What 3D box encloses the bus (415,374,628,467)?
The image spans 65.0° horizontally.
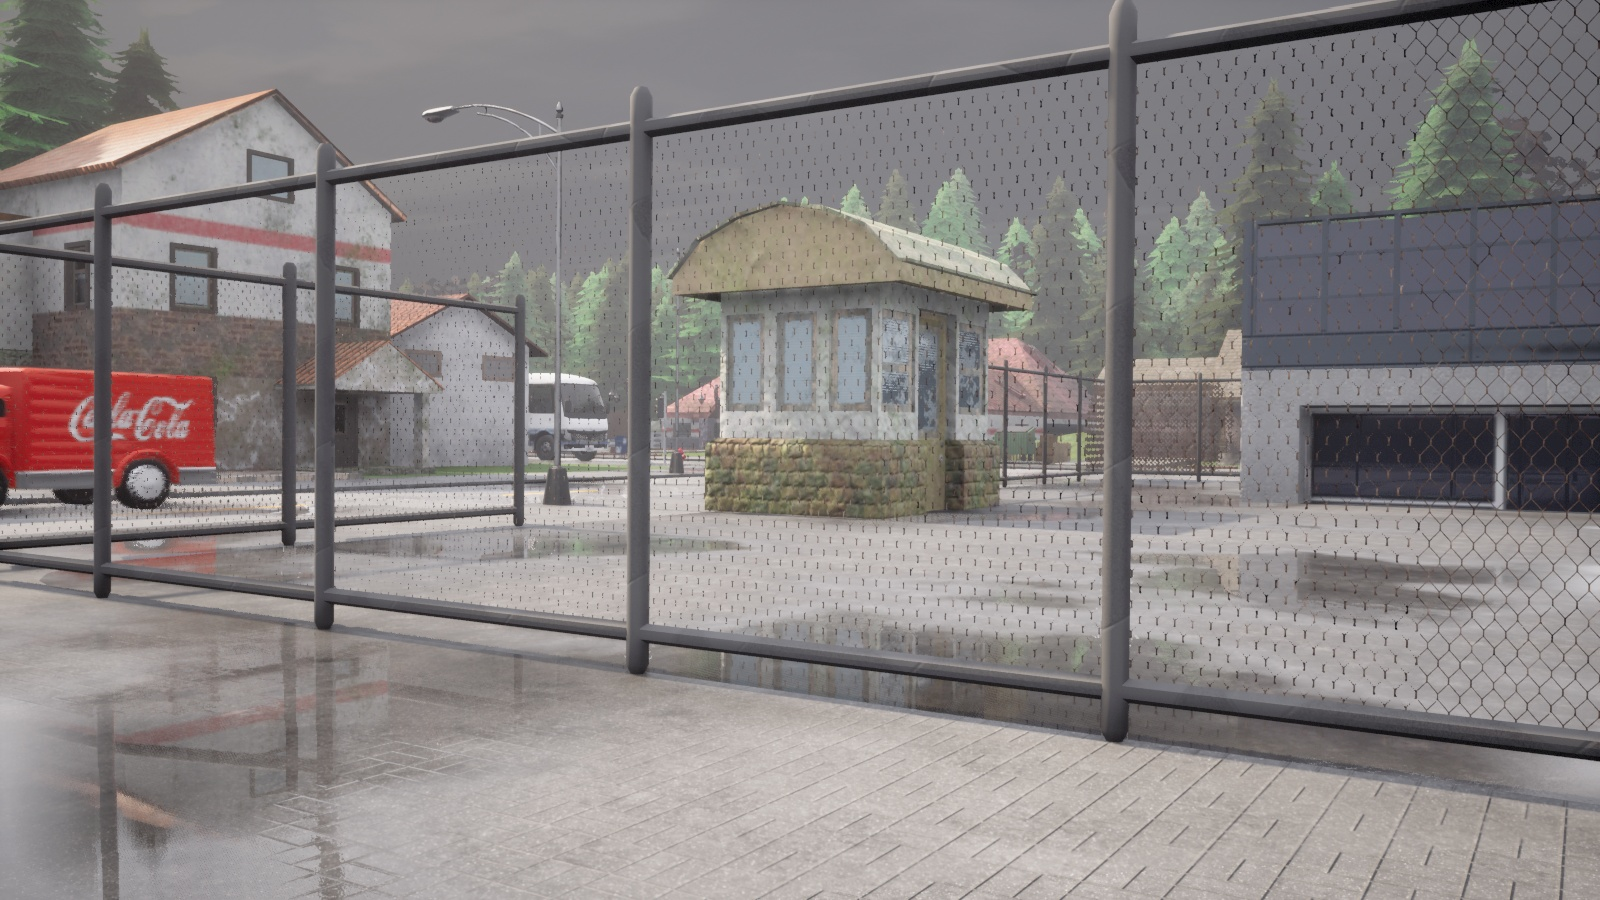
[{"bbox_3d":[-13.741,-1.362,61.640,10.273,4.253,3.944,0,1,31],"label":"bus"}]

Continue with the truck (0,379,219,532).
[{"bbox_3d":[-13.327,0.067,21.879,2.627,2.467,5.204,0,1,32],"label":"truck"}]
